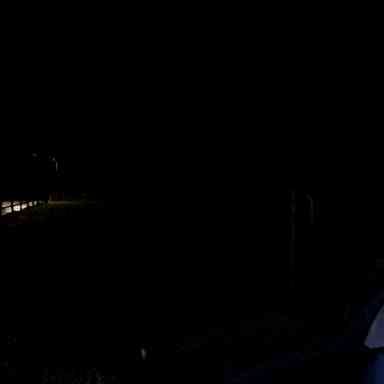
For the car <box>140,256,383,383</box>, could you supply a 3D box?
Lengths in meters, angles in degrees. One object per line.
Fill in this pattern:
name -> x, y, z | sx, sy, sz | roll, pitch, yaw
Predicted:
car -> 2.159, 1.548, 3.903 | 5.357, 1.411, 2.033 | 0, 0, -16
